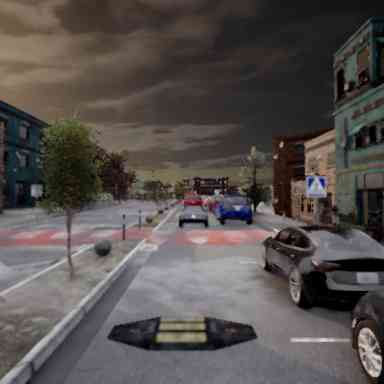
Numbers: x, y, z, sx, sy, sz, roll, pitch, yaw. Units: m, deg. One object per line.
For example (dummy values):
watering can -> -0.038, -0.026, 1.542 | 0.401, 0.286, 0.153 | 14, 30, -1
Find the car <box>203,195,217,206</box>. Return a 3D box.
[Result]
car -> 2.993, 1.438, 57.523 | 2.185, 1.767, 4.553 | 0, 0, 0

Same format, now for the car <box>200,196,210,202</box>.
car -> 2.992, 1.689, 79.633 | 2.231, 1.521, 4.892 | 0, 0, 0

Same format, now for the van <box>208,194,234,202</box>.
van -> 2.995, 1.257, 35.588 | 1.878, 1.987, 4.442 | 0, 0, 0

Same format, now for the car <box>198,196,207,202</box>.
car -> 2.870, 1.835, 90.699 | 2.002, 1.452, 4.674 | 0, -1, -1

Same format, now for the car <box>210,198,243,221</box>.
car -> 2.995, 1.515, 29.945 | 2.002, 1.452, 4.674 | 0, 0, 0

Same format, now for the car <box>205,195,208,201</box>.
car -> 2.994, 1.412, 52.002 | 2.185, 1.767, 4.553 | 0, 0, 0

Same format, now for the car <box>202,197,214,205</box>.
car -> 2.993, 1.635, 63.198 | 2.002, 1.452, 4.674 | 0, 0, 0

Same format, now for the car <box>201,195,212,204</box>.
car -> 2.993, 1.499, 68.692 | 2.185, 1.767, 4.553 | 0, 0, 0

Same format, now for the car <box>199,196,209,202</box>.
car -> 2.983, 1.733, 85.153 | 2.231, 1.521, 4.892 | 0, 0, 0

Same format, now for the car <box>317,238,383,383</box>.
car -> 2.996, 1.482, 2.459 | 2.231, 1.521, 4.892 | 0, 0, 0

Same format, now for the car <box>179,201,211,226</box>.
car -> 0.097, 1.558, 23.528 | 1.994, 1.385, 4.181 | 0, 0, 0

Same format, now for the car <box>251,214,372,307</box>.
car -> 2.996, 1.510, 8.017 | 2.163, 1.488, 4.792 | 0, 0, 0

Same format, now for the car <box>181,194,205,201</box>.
car -> 0.102, 1.237, 40.638 | 2.150, 2.045, 5.566 | 0, 0, 0
